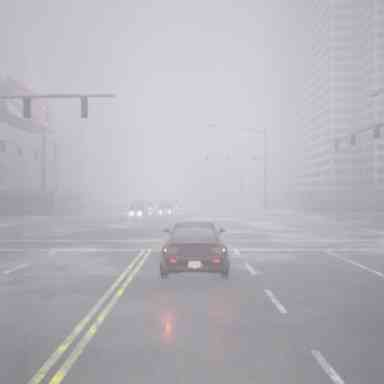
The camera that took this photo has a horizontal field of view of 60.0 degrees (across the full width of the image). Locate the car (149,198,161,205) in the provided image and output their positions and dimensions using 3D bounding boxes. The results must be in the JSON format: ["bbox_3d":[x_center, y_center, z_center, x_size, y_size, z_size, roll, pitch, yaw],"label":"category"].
[{"bbox_3d":[-7.111,1.872,64.502,1.895,1.301,4.718,0,0,0],"label":"car"}]

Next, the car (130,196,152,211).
[{"bbox_3d":[-7.168,1.680,44.932,2.128,1.511,4.902,0,0,0],"label":"car"}]

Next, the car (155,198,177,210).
[{"bbox_3d":[-3.670,1.764,47.530,1.994,1.385,4.181,0,0,0],"label":"car"}]

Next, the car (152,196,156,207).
[{"bbox_3d":[-7.169,1.829,54.202,1.895,1.301,4.718,0,0,0],"label":"car"}]

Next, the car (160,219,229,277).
[{"bbox_3d":[0.070,1.569,10.223,1.812,1.442,4.674,0,0,0],"label":"car"}]

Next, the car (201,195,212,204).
[{"bbox_3d":[3.382,1.828,74.471,2.128,1.511,4.902,0,0,0],"label":"car"}]

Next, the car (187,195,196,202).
[{"bbox_3d":[-0.134,1.540,84.754,2.097,1.767,4.553,0,0,0],"label":"car"}]

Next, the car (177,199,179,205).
[{"bbox_3d":[-3.664,1.762,56.307,1.812,1.442,4.674,0,0,0],"label":"car"}]

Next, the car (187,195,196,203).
[{"bbox_3d":[-0.118,1.898,74.848,1.895,1.301,4.718,0,0,0],"label":"car"}]

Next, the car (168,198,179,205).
[{"bbox_3d":[-3.605,1.842,66.316,1.994,1.385,4.181,0,0,0],"label":"car"}]

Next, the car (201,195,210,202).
[{"bbox_3d":[3.366,1.540,84.760,2.097,1.767,4.553,0,0,0],"label":"car"}]
